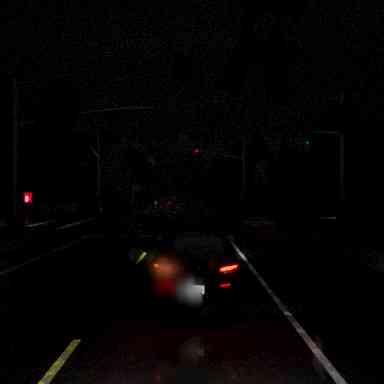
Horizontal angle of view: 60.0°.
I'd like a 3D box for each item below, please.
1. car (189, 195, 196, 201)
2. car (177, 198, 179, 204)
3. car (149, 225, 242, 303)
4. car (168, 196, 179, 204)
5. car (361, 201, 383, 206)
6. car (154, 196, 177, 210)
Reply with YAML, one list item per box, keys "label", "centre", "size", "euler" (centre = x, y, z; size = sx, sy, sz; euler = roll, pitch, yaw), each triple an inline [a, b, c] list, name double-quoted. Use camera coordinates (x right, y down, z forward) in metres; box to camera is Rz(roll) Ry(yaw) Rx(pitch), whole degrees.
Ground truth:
- label: "car"
  centre: [0.123, 1.499, 80.842]
  size: [2.128, 1.511, 4.902]
  euler: [0, 0, 0]
- label: "car"
  centre: [-3.513, 1.509, 52.181]
  size: [1.812, 1.442, 4.674]
  euler: [0, 0, 0]
- label: "car"
  centre: [0.085, 1.523, 8.048]
  size: [1.812, 1.442, 4.674]
  euler: [0, 0, 0]
- label: "car"
  centre: [-3.469, 1.505, 62.258]
  size: [1.812, 1.442, 4.674]
  euler: [0, 0, 1]
- label: "car"
  centre: [15.583, 1.519, 28.601]
  size: [5.357, 1.411, 2.033]
  euler: [0, 0, -6]
- label: "car"
  centre: [-3.527, 1.338, 42.348]
  size: [2.097, 1.767, 4.553]
  euler: [0, 0, 2]
